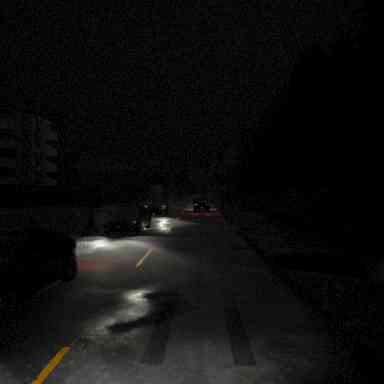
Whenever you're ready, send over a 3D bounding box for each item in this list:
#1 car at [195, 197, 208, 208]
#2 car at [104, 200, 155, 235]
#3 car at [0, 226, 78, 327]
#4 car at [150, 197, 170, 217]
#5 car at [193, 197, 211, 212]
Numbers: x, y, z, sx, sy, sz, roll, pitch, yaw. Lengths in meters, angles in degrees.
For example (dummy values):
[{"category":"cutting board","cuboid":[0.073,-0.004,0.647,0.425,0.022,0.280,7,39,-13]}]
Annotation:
[{"category":"car","cuboid":[1.392,1.505,48.435,1.837,1.490,4.892,0,0,2]},{"category":"car","cuboid":[-3.579,1.478,19.150,1.882,1.535,5.008,0,0,2]},{"category":"car","cuboid":[-3.961,1.525,7.137,1.812,1.442,4.674,0,0,1]},{"category":"car","cuboid":[-3.248,1.351,31.288,2.097,1.767,4.553,0,0,2]},{"category":"car","cuboid":[1.129,1.526,38.842,1.812,1.442,4.674,0,0,2]}]
